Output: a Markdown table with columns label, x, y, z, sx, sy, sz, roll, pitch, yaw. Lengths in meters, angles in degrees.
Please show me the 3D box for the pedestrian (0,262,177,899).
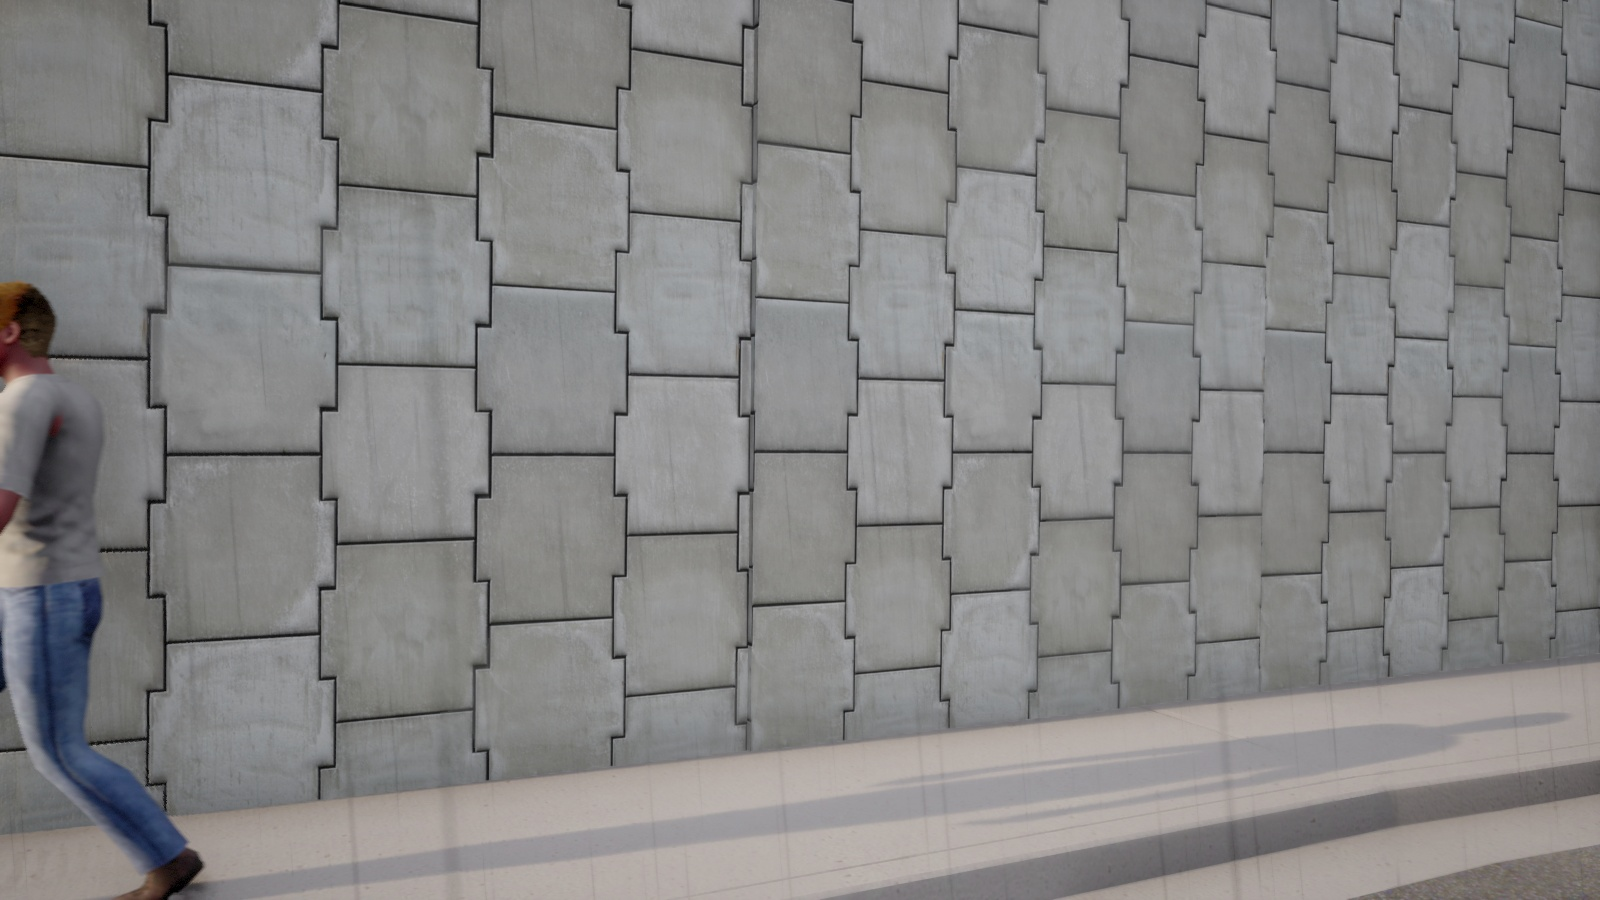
| label | x | y | z | sx | sy | sz | roll | pitch | yaw |
| --- | --- | --- | --- | --- | --- | --- | --- | --- | --- |
| pedestrian | -2.158 | 0.420 | 3.490 | 0.706 | 1.836 | 0.354 | -1 | 1 | -22 |
